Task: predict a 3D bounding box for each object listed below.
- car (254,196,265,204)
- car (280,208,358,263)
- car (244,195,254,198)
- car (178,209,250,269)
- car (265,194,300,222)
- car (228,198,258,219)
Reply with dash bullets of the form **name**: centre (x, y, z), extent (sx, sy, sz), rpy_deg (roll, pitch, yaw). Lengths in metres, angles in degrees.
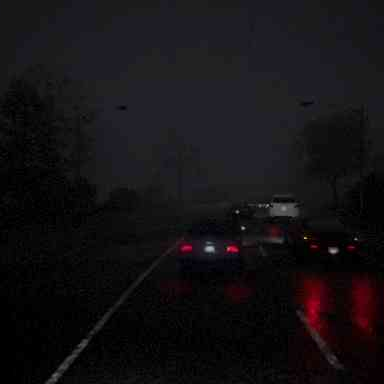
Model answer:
- **car**: centre (13.344, 1.455, 58.761), extent (2.033, 1.411, 5.357), rpy_deg (0, 0, 31)
- **car**: centre (4.434, 1.509, 11.898), extent (1.812, 1.442, 4.674), rpy_deg (0, 0, 9)
- **car**: centre (10.617, 1.385, 60.877), extent (2.128, 1.511, 4.902), rpy_deg (0, 0, 32)
- **car**: centre (0.782, 1.529, 11.148), extent (2.033, 1.411, 5.357), rpy_deg (0, 0, 7)
- **car**: centre (7.129, 1.187, 25.838), extent (2.150, 2.045, 5.566), rpy_deg (0, 0, 15)
- **car**: centre (4.134, 1.520, 27.986), extent (1.994, 1.385, 4.181), rpy_deg (0, 0, 16)
